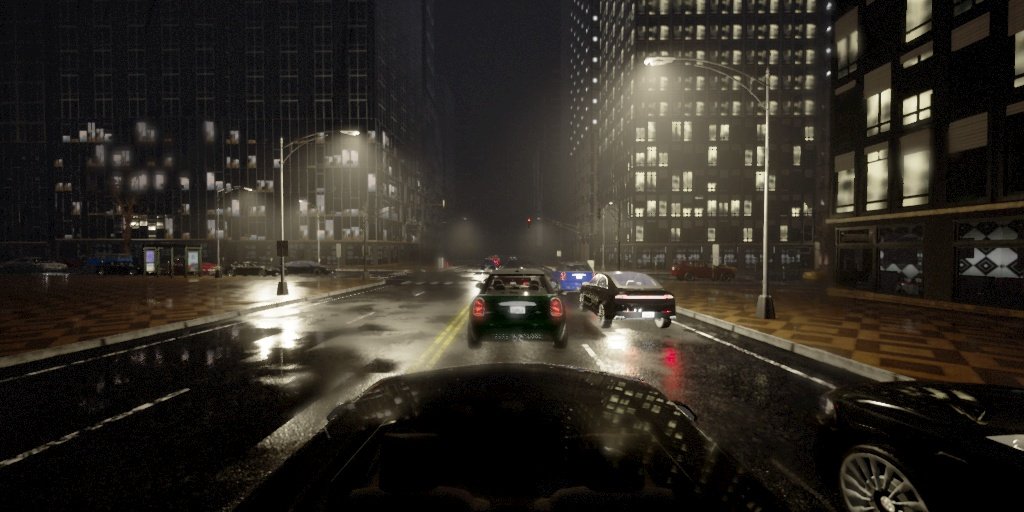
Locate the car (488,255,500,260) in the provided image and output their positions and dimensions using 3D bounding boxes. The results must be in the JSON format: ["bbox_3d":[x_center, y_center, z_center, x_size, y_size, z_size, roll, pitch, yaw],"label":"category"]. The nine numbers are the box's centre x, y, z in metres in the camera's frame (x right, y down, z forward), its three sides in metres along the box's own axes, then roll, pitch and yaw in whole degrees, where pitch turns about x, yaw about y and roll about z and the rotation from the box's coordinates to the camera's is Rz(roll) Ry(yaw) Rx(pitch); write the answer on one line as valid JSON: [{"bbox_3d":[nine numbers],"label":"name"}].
[{"bbox_3d":[-3.244,0.917,61.032,2.150,2.045,5.566,0,0,0],"label":"car"}]

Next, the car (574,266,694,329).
[{"bbox_3d":[3.364,1.236,11.280,2.128,1.511,4.902,0,0,0],"label":"car"}]

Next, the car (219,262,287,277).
[{"bbox_3d":[-22.689,1.169,31.353,4.313,1.339,1.948,0,0,1],"label":"car"}]

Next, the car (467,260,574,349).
[{"bbox_3d":[0.111,1.098,9.306,2.097,1.767,4.553,0,0,0],"label":"car"}]

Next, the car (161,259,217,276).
[{"bbox_3d":[-28.373,1.134,31.494,4.207,1.307,1.802,0,0,1],"label":"car"}]

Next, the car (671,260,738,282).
[{"bbox_3d":[16.235,1.265,30.769,5.009,1.841,2.192,0,0,1],"label":"car"}]

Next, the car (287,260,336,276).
[{"bbox_3d":[-19.660,1.134,33.980,5.357,1.411,2.033,0,1,0],"label":"car"}]

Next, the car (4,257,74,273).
[{"bbox_3d":[-45.936,0.872,34.596,4.674,1.442,1.812,0,1,2],"label":"car"}]

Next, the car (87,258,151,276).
[{"bbox_3d":[-34.053,1.065,31.676,4.313,1.339,1.948,0,0,1],"label":"car"}]

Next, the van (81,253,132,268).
[{"bbox_3d":[-45.232,0.599,40.352,3.998,1.789,1.690,0,0,1],"label":"van"}]

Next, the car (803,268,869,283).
[{"bbox_3d":[27.683,1.574,30.556,4.829,1.417,1.751,0,0,1],"label":"car"}]

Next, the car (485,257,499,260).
[{"bbox_3d":[-3.275,1.234,50.808,1.812,1.442,4.674,0,0,0],"label":"car"}]

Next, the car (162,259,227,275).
[{"bbox_3d":[-30.258,1.016,34.225,4.674,1.442,1.812,0,1,1],"label":"car"}]

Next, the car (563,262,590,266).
[{"bbox_3d":[3.377,1.090,20.122,2.097,1.767,4.553,0,0,0],"label":"car"}]

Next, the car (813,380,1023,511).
[{"bbox_3d":[3.344,1.242,0.888,2.128,1.511,4.902,0,0,0],"label":"car"}]
